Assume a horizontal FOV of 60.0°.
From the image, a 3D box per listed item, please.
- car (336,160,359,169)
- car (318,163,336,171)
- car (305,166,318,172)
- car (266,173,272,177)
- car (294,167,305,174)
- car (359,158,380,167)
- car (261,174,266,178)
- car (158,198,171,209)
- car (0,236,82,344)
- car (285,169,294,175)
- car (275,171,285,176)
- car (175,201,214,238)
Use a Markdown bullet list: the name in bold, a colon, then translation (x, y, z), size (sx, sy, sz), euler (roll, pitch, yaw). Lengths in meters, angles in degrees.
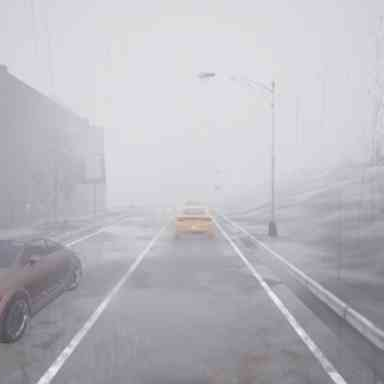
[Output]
- **car**: translation (22.913, -3.793, 46.949), size (2.185, 1.767, 4.553), euler (0, 1, -5)
- **car**: translation (22.444, -3.768, 52.455), size (2.097, 1.535, 5.008), euler (0, 1, -4)
- **car**: translation (22.092, -3.830, 57.992), size (2.002, 1.452, 4.674), euler (0, 1, -2)
- **car**: translation (21.371, -4.200, 85.481), size (2.002, 1.452, 4.674), euler (0, 1, -1)
- **car**: translation (21.858, -3.966, 63.533), size (2.231, 1.521, 4.892), euler (0, 1, -1)
- **car**: translation (23.533, -3.533, 41.258), size (2.163, 1.488, 4.792), euler (0, 1, -6)
- **car**: translation (21.247, -4.431, 91.154), size (2.185, 1.767, 4.553), euler (0, 1, -1)
- **car**: translation (-4.011, 1.671, 48.741), size (1.812, 1.442, 4.674), euler (0, -1, -5)
- **car**: translation (-3.600, 1.562, 6.246), size (1.994, 1.385, 4.181), euler (0, 0, 0)
- **car**: translation (21.729, -4.045, 69.051), size (2.231, 1.521, 4.892), euler (0, 1, -1)
- **car**: translation (21.491, -4.301, 79.988), size (2.185, 1.767, 4.553), euler (0, 1, -1)
- **car**: translation (0.099, 1.473, 17.834), size (1.882, 1.535, 5.008), euler (0, 0, 0)
